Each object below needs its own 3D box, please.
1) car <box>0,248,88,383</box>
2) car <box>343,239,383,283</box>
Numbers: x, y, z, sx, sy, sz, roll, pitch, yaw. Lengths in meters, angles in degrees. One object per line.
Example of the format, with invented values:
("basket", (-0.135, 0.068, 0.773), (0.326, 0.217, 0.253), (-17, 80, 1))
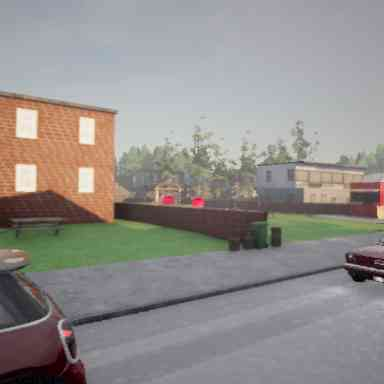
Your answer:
("car", (-3.190, 1.331, 2.340), (4.553, 1.767, 2.097), (1, 0, -35))
("car", (6.122, 1.731, 8.949), (4.718, 1.301, 1.895), (1, -1, -35))
